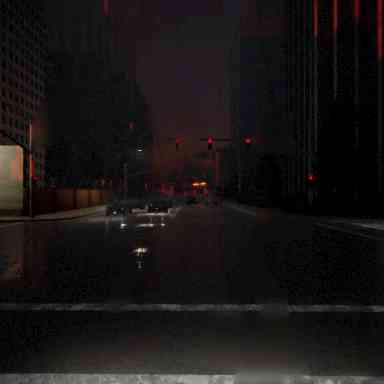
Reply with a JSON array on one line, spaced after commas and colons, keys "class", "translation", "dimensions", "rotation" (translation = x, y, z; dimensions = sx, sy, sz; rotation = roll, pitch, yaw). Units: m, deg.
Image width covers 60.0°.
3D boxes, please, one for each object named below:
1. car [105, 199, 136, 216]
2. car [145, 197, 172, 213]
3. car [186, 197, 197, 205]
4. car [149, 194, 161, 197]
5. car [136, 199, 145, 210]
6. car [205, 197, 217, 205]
[{"class": "car", "translation": [-7.159, 1.601, 33.031], "dimensions": [1.895, 1.301, 4.718], "rotation": [0, 0, 0]}, {"class": "car", "translation": [-3.664, 1.564, 36.667], "dimensions": [1.994, 1.385, 4.181], "rotation": [0, 0, 0]}, {"class": "car", "translation": [-0.105, 1.547, 58.407], "dimensions": [2.033, 1.411, 5.357], "rotation": [0, 0, 0]}, {"class": "car", "translation": [-7.106, 1.528, 58.648], "dimensions": [2.128, 1.511, 4.902], "rotation": [0, 0, 0]}, {"class": "car", "translation": [-7.170, 1.564, 42.452], "dimensions": [1.994, 1.385, 4.181], "rotation": [0, 0, 0]}, {"class": "car", "translation": [3.395, 1.526, 58.414], "dimensions": [1.812, 1.442, 4.674], "rotation": [0, 0, 0]}]
